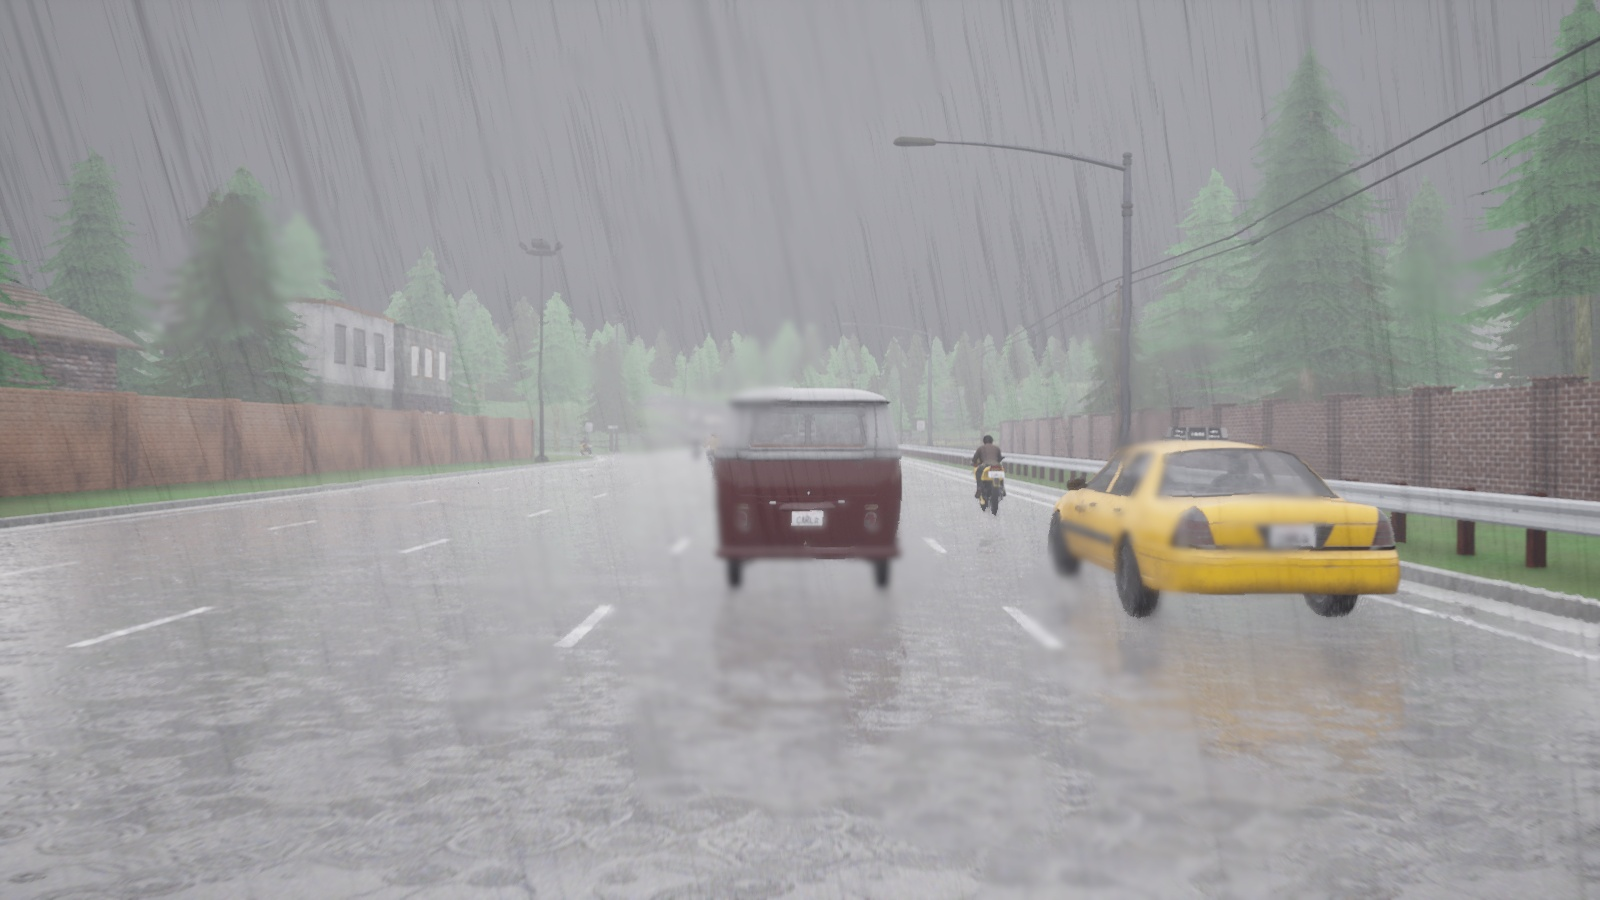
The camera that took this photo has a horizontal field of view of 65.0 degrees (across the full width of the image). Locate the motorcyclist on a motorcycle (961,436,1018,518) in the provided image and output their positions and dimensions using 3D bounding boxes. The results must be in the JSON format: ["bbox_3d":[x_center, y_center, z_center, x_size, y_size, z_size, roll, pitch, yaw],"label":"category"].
[{"bbox_3d":[3.650,0.485,24.319,0.797,1.523,2.044,0,1,0],"label":"motorcyclist on a motorcycle"}]

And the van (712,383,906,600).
[{"bbox_3d":[0.091,0.360,13.721,1.775,1.987,4.442,0,1,0],"label":"van"}]

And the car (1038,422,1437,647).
[{"bbox_3d":[3.579,0.570,11.497,1.801,1.575,5.366,0,0,0],"label":"car"}]
